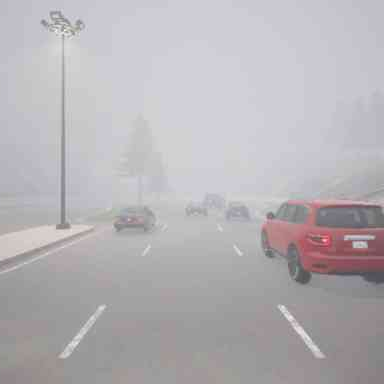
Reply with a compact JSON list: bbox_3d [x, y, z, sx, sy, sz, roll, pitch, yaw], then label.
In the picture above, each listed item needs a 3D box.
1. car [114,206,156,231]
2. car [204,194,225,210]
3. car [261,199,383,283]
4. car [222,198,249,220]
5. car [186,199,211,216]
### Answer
[{"bbox_3d":[-3.394,1.548,20.414,2.033,1.411,5.357,0,0,0],"label":"car"},{"bbox_3d":[2.988,1.221,43.030,2.150,2.045,5.566,0,0,16],"label":"car"},{"bbox_3d":[3.600,1.222,9.808,2.150,2.045,5.566,0,0,0],"label":"car"},{"bbox_3d":[3.789,1.526,28.430,1.812,1.442,4.674,0,0,2],"label":"car"},{"bbox_3d":[0.593,1.601,32.213,1.895,1.301,4.718,0,0,5],"label":"car"}]
